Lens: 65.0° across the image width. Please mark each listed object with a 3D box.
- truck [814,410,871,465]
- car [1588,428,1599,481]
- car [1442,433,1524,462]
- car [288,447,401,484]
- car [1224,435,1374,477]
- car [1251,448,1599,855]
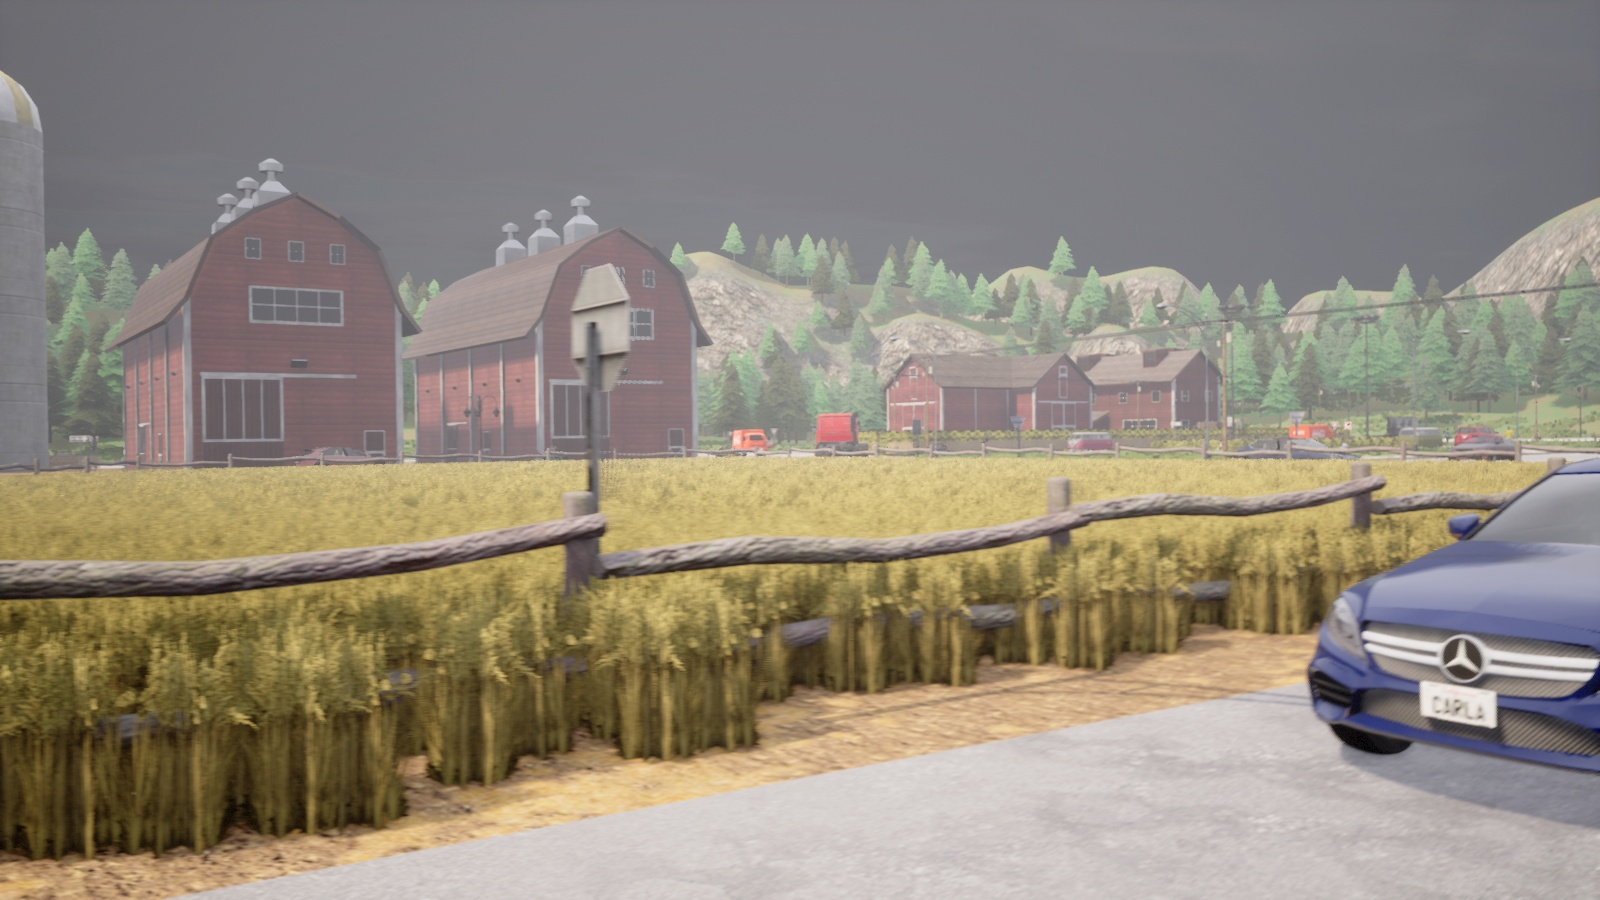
[{"bbox_3d":[2.751,-0.835,84.363,2.891,3.462,7.936,-1,1,-5],"label":"truck"},{"bbox_3d":[26.002,0.104,36.122,1.801,1.575,5.366,-1,1,-35],"label":"car"},{"bbox_3d":[34.261,-0.122,62.977,4.181,1.385,1.994,-1,1,-36],"label":"car"},{"bbox_3d":[-22.441,0.729,61.969,4.856,1.649,2.033,-1,1,-38],"label":"car"},{"bbox_3d":[18.534,0.210,46.818,2.163,1.488,4.792,-1,1,-35],"label":"car"},{"bbox_3d":[4.494,0.719,6.304,4.674,1.442,1.812,-1,0,-35],"label":"car"}]
